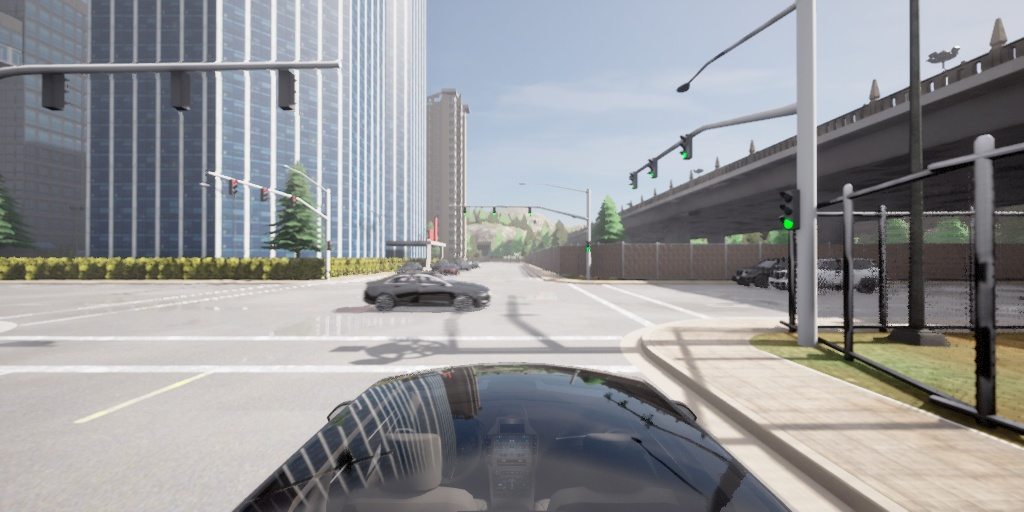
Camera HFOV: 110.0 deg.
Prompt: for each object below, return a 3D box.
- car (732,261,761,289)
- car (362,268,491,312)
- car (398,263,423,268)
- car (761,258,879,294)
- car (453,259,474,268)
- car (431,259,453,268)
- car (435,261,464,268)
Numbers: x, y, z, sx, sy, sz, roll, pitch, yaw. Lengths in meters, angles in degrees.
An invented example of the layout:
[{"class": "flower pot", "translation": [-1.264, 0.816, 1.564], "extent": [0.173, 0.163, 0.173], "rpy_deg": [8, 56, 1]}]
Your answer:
[{"class": "car", "translation": [18.293, 1.152, 24.641], "extent": [5.566, 2.045, 2.150], "rpy_deg": [0, 0, 0]}, {"class": "car", "translation": [-3.269, 1.373, 14.016], "extent": [4.902, 1.511, 2.128], "rpy_deg": [0, 0, 0]}, {"class": "car", "translation": [-10.555, 1.449, 37.224], "extent": [1.837, 1.490, 4.892], "rpy_deg": [0, 0, 0]}, {"class": "car", "translation": [18.360, 1.133, 21.130], "extent": [5.566, 2.045, 2.150], "rpy_deg": [0, 0, 0]}, {"class": "car", "translation": [-7.032, 1.553, 52.029], "extent": [1.812, 1.442, 4.674], "rpy_deg": [0, 0, 0]}, {"class": "car", "translation": [-10.529, 1.387, 53.168], "extent": [2.097, 1.767, 4.553], "rpy_deg": [0, 0, 0]}, {"class": "car", "translation": [-7.049, 1.530, 40.831], "extent": [1.994, 1.385, 4.181], "rpy_deg": [0, 0, 0]}]
